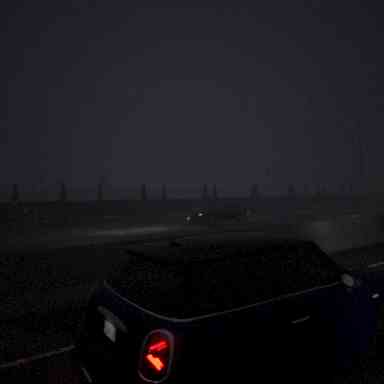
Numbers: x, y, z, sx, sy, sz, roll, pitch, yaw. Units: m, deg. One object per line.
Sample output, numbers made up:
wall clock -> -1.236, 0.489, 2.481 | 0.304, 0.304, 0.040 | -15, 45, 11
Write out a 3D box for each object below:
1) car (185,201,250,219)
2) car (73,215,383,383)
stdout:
car -> 1.764, 1.390, 22.442 | 4.902, 1.511, 2.128 | 0, 0, -35
car -> 0.941, 1.329, 4.417 | 4.553, 1.767, 2.097 | 0, 0, -35
